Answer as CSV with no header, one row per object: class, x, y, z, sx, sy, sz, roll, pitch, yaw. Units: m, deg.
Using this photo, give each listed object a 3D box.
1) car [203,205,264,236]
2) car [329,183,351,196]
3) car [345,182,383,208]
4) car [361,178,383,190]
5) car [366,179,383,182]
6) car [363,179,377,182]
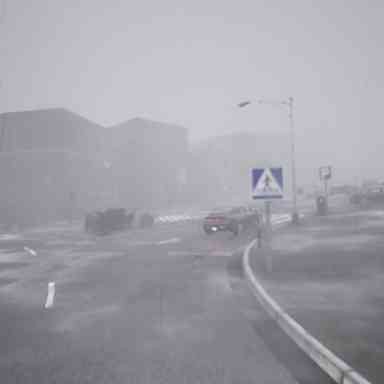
car,2.402,1.467,18.467,1.837,1.490,4.892,-4,0,33
car,18.423,-0.405,40.316,5.008,1.535,1.882,-6,1,-45
car,14.448,0.271,24.968,4.892,1.521,2.231,-4,2,26
car,26.645,-1.178,48.573,4.718,1.301,1.895,-6,2,-44
car,18.606,-0.192,29.305,5.366,1.575,1.946,-4,2,26
car,21.024,-0.721,38.337,4.553,1.767,2.097,-6,2,-44
